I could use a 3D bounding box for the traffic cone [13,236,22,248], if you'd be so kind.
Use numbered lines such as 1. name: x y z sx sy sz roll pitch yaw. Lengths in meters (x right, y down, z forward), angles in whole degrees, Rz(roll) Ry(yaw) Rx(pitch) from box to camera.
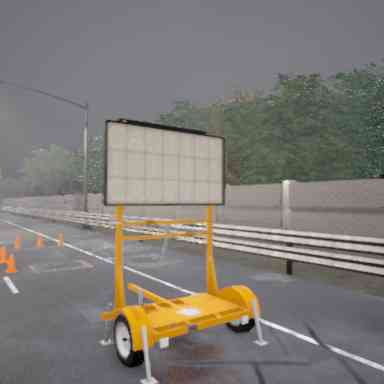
1. traffic cone: -8.451 2.409 16.128 0.340 0.580 0.340 1 -2 -35

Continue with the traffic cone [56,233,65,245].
1. traffic cone: -6.823 2.447 17.289 0.340 0.580 0.340 1 -2 -35

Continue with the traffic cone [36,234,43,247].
1. traffic cone: -7.637 2.428 16.708 0.340 0.580 0.340 1 -2 -35

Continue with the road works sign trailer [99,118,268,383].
1. road works sign trailer: -0.499 0.639 5.875 2.380 3.560 2.880 1 -2 -35

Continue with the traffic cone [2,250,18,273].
1. traffic cone: -5.780 2.255 10.665 0.340 0.580 0.340 1 -2 -35

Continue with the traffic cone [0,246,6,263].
1. traffic cone: -6.942 2.299 12.292 0.340 0.580 0.340 1 -2 -35
